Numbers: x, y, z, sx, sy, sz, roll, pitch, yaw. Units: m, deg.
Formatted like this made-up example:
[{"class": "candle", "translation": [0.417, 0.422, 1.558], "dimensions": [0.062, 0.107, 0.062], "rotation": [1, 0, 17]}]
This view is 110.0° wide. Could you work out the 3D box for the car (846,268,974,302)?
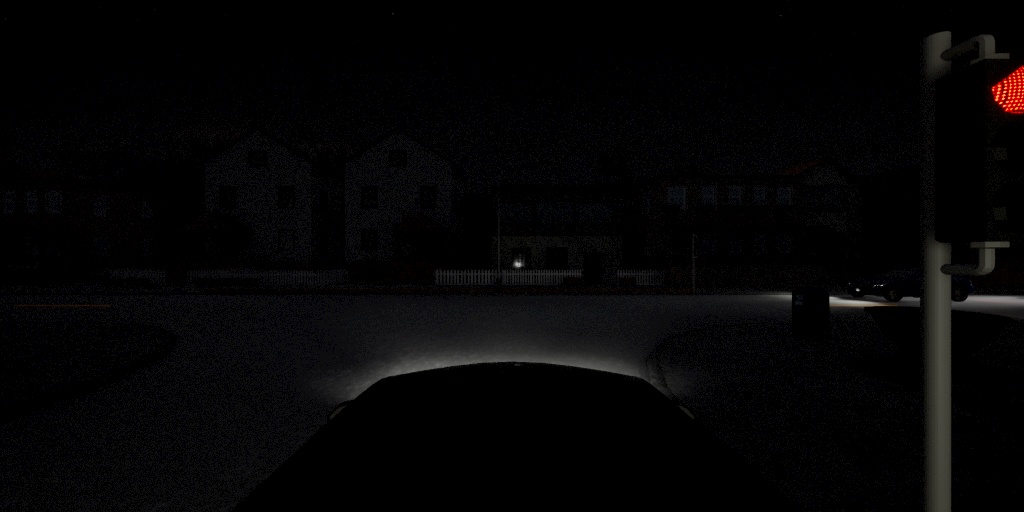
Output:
[{"class": "car", "translation": [18.190, 1.276, 16.455], "dimensions": [4.674, 1.442, 1.812], "rotation": [0, 0, 0]}]
